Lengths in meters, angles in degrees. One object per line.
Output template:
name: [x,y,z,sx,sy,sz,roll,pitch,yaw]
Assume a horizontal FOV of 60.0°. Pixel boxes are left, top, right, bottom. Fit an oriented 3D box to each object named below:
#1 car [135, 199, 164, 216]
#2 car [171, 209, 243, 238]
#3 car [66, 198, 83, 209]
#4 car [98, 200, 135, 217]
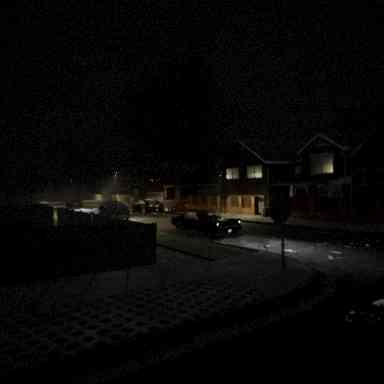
car: [-4.473,1.424,32.490,2.128,1.511,4.902,-3,2,-32]
car: [0.730,1.673,18.881,1.895,1.301,4.718,-3,2,-33]
car: [-17.372,1.572,48.910,2.128,1.511,4.902,-3,1,-29]
car: [-7.476,1.539,31.747,1.882,1.535,5.008,-3,2,-31]
